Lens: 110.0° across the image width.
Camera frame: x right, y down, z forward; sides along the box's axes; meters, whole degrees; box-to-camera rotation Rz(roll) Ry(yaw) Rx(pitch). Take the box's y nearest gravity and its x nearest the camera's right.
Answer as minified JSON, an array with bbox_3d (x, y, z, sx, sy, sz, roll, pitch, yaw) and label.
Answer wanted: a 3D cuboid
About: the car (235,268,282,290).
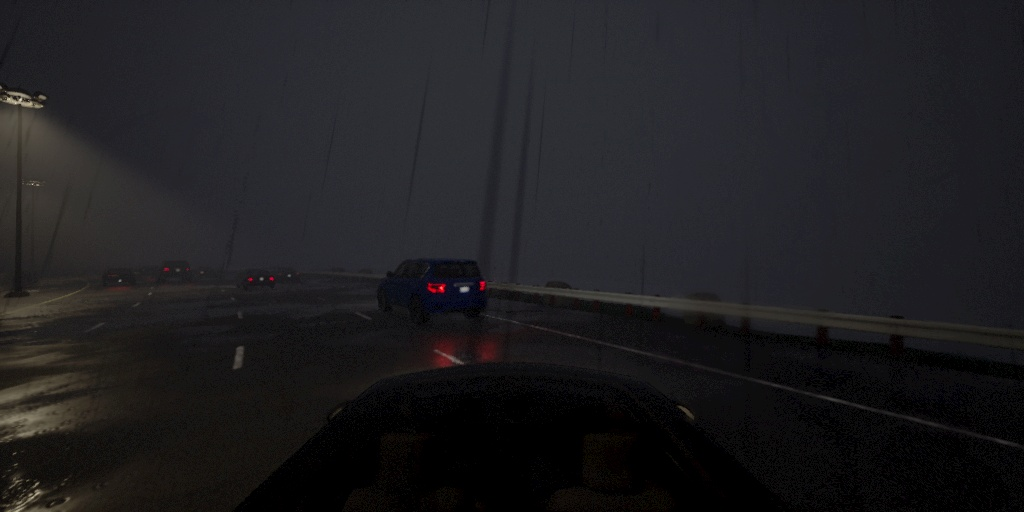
[{"bbox_3d":[-18.903,1.666,26.356,2.033,1.411,5.357,0,-1,-44],"label":"car"}]

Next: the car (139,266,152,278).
[{"bbox_3d":[-45.833,1.959,45.052,4.892,1.490,1.837,-2,-1,35],"label":"car"}]

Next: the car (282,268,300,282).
[{"bbox_3d":[-21.616,1.782,33.884,4.181,1.385,1.994,-1,-1,44],"label":"car"}]

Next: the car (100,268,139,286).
[{"bbox_3d":[-33.360,1.739,30.498,4.892,1.490,1.837,0,-1,42],"label":"car"}]

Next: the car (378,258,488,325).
[{"bbox_3d":[-3.020,1.113,12.841,2.150,2.045,5.566,0,-1,-37],"label":"car"}]

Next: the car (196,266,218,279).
[{"bbox_3d":[-36.806,1.935,42.734,5.357,1.411,2.033,-1,-1,37],"label":"car"}]

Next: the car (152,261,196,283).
[{"bbox_3d":[-32.934,1.494,34.906,5.566,2.045,2.150,-2,-2,41],"label":"car"}]
